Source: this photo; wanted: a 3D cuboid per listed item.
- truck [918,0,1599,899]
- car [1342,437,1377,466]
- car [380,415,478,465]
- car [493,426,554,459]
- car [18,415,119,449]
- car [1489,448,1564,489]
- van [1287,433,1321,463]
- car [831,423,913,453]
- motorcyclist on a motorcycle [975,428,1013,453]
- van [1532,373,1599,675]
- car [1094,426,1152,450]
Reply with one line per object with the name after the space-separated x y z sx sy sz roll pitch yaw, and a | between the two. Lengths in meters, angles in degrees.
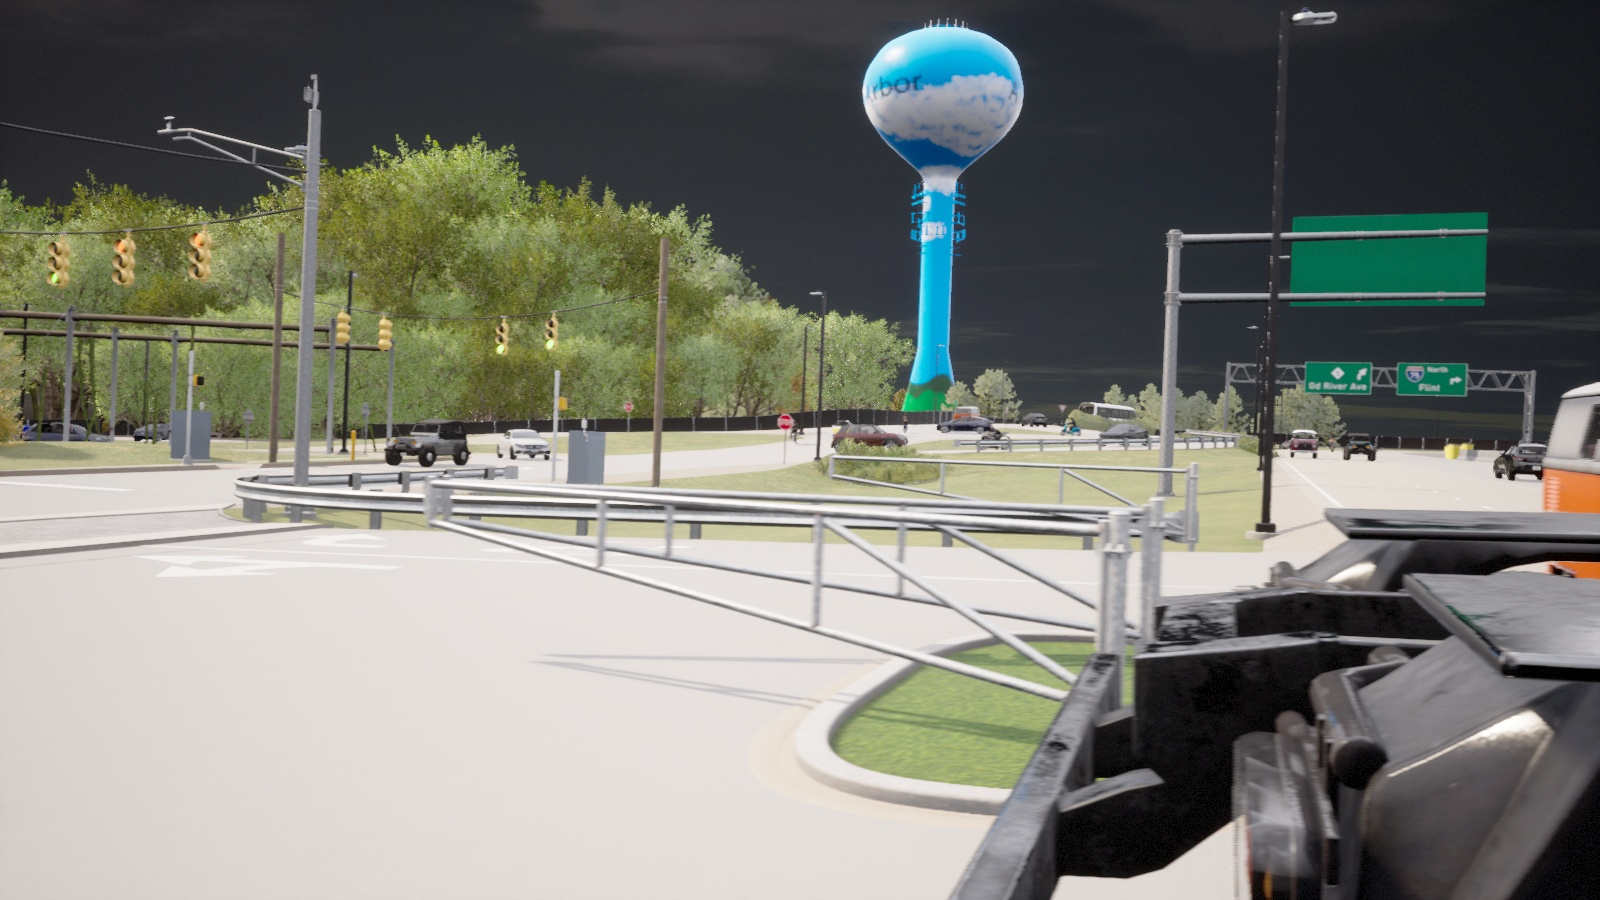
4.385 -0.143 1.750 7.936 3.462 2.891 1 1 19 | truck
38.596 0.081 86.700 1.905 1.878 3.866 3 1 20 | car
-15.127 -0.423 51.375 1.905 1.878 3.866 3 2 19 | car
-13.466 -0.380 60.970 1.812 1.442 4.674 1 1 -26 | car
-36.740 -0.878 63.144 3.988 1.617 1.851 1 0 -7 | car
28.972 0.698 50.180 1.816 1.474 4.193 3 1 20 | car
36.000 -0.160 89.775 2.069 2.038 4.480 3 1 20 | van
4.271 -0.698 74.401 4.553 1.767 2.097 0 1 13 | car
12.231 -0.615 79.096 2.191 1.530 0.866 -1 1 -21 | motorcyclist on a motorcycle
6.075 0.490 7.884 1.775 1.987 4.442 0 1 20 | van
21.847 -0.839 84.824 1.882 1.535 5.008 2 3 38 | car
